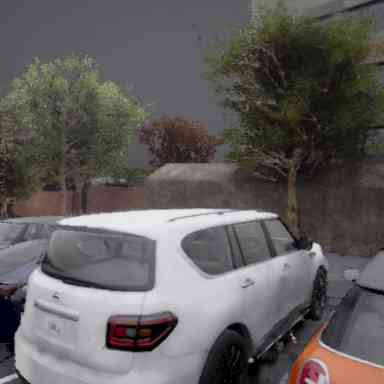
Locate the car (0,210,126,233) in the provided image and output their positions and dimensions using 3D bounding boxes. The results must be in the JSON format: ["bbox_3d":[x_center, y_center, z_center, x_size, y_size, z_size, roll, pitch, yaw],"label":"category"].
[{"bbox_3d":[-4.172,1.424,8.297,2.185,1.767,4.553,-1,0,36],"label":"car"}]

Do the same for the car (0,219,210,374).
[{"bbox_3d":[-1.898,1.555,6.672,2.163,1.488,4.792,-1,0,36],"label":"car"}]
